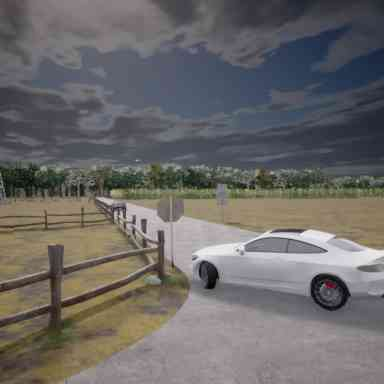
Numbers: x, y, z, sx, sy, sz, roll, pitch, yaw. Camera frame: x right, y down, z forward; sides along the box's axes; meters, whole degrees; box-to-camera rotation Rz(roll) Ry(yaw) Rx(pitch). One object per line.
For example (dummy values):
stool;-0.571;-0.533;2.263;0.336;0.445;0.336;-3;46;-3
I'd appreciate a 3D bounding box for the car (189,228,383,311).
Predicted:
car;2.114;1.617;7.956;4.674;1.442;1.812;-2;0;35

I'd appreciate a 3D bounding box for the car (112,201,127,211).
car;-10.894;1.990;49.471;2.033;1.411;5.357;-2;0;-18
